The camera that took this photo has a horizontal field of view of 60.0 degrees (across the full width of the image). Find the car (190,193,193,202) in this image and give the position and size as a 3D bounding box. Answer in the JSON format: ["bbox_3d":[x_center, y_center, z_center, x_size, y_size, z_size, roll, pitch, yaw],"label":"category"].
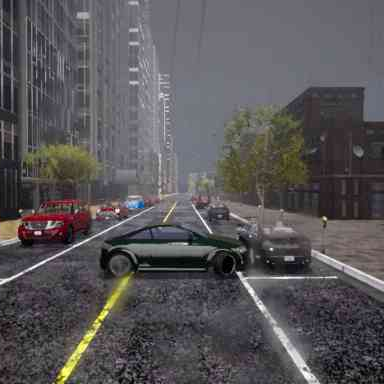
[{"bbox_3d":[0.851,1.291,71.972,2.192,1.841,5.009,-1,0,-1],"label":"car"}]

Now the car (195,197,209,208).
[{"bbox_3d":[1.422,1.509,50.011,1.752,1.417,4.829,-1,0,-1],"label":"car"}]

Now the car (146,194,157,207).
[{"bbox_3d":[-6.955,1.299,49.635,2.192,1.841,5.009,-1,0,-1],"label":"car"}]

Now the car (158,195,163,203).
[{"bbox_3d":[-7.380,1.522,66.234,1.887,1.381,4.507,-1,0,-1],"label":"car"}]

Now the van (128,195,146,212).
[{"bbox_3d":[-6.669,1.329,38.569,1.690,1.788,3.998,-1,0,-1],"label":"van"}]

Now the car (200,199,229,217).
[{"bbox_3d":[2.028,1.543,26.976,2.008,1.369,4.403,-1,0,-1],"label":"car"}]

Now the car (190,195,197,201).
[{"bbox_3d":[0.427,1.552,88.570,1.802,1.307,4.206,-1,0,-1],"label":"car"}]

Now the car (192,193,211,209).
[{"bbox_3d":[1.565,1.301,44.309,2.192,1.841,5.009,-1,0,-1],"label":"car"}]

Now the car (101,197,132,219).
[{"bbox_3d":[-6.375,1.432,26.775,1.967,1.590,4.097,-1,0,-1],"label":"car"}]

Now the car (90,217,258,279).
[{"bbox_3d":[-0.462,1.556,9.516,4.181,1.385,1.994,0,0,-1],"label":"car"}]

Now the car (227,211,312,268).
[{"bbox_3d":[2.556,1.548,11.116,2.008,1.369,4.403,-1,0,-1],"label":"car"}]

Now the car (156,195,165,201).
[{"bbox_3d":[-7.805,1.497,82.663,1.752,1.417,4.829,-1,0,-1],"label":"car"}]

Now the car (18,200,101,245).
[{"bbox_3d":[-6.181,1.310,15.707,2.192,1.841,5.009,-1,0,-1],"label":"car"}]
